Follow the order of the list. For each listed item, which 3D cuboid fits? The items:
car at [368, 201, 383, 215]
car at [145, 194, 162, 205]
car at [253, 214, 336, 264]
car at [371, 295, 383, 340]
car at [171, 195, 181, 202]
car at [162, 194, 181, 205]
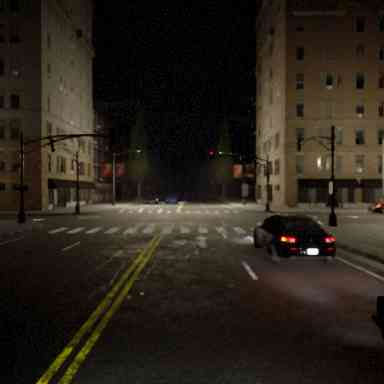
[{"bbox_3d":[18.914,1.303,31.489,4.097,1.590,1.967,0,0,0],"label":"car"},{"bbox_3d":[-6.562,1.297,54.459,1.837,1.490,4.892,0,0,0],"label":"car"},{"bbox_3d":[3.349,1.483,11.541,1.812,1.442,4.674,0,0,0],"label":"car"},{"bbox_3d":[3.348,1.592,2.374,1.895,1.301,4.718,0,0,0],"label":"car"},{"bbox_3d":[-3.255,1.325,69.703,1.895,1.301,4.718,0,0,0],"label":"car"},{"bbox_3d":[-3.311,1.269,54.500,1.882,1.535,5.008,0,0,0],"label":"car"}]
